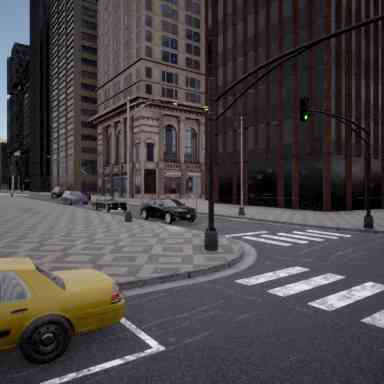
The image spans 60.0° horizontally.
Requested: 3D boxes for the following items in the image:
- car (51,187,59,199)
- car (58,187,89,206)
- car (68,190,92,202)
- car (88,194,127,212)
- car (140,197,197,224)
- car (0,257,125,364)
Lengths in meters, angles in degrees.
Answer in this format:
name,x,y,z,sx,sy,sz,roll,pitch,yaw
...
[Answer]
name,x,y,z,sx,sy,sz,roll,pitch,yaw
car,-21.984,0.133,55.718,2.150,2.045,5.566,0,1,-36
car,-13.629,0.609,38.734,2.097,1.767,4.553,0,1,-35
car,-16.019,0.575,47.460,1.882,1.535,5.008,0,1,-35
car,-7.451,1.059,30.084,1.895,1.301,4.718,0,1,-36
car,-1.661,1.128,21.996,1.882,1.535,5.008,0,1,-36
car,-3.317,1.525,4.283,4.829,1.417,1.752,0,0,-35
